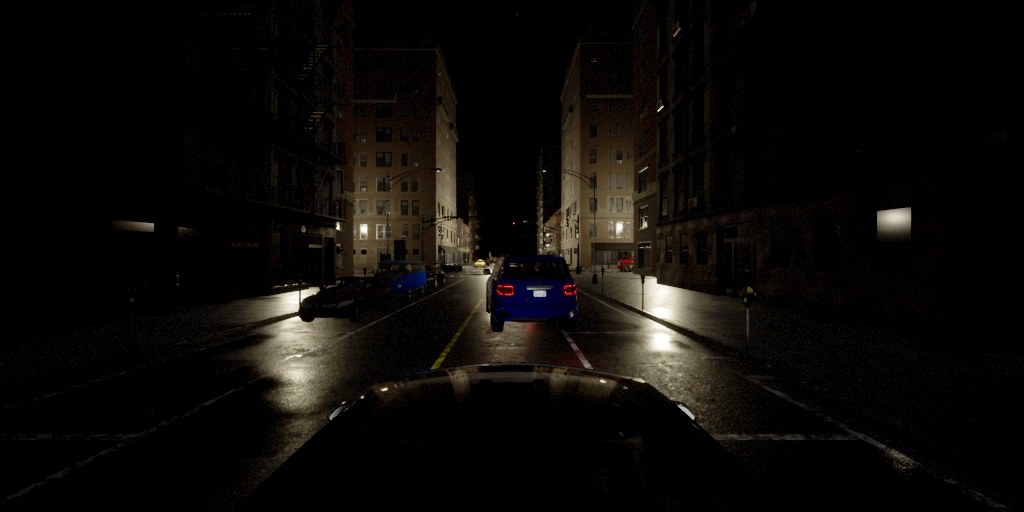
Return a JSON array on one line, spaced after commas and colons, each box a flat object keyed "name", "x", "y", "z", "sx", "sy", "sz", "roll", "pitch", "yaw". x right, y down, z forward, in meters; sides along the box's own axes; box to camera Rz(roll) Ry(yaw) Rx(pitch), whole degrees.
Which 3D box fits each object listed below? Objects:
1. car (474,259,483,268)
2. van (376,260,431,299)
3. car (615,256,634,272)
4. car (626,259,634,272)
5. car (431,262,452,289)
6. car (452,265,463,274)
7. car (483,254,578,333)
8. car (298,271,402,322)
[{"name": "car", "x": -5.396, "y": 1.277, "z": 60.765, "sx": 1.751, "sy": 1.417, "sz": 4.829, "roll": 0, "pitch": 0, "yaw": 0}, {"name": "van", "x": -5.394, "y": 1.091, "z": 17.565, "sx": 1.690, "sy": 1.789, "sz": 3.998, "roll": 0, "pitch": 0, "yaw": 0}, {"name": "car", "x": 15.327, "y": 0.880, "z": 43.024, "sx": 5.566, "sy": 2.045, "sz": 2.150, "roll": 0, "pitch": 0, "yaw": 0}, {"name": "car", "x": 15.688, "y": 1.258, "z": 40.072, "sx": 4.718, "sy": 1.301, "sz": 1.895, "roll": 0, "pitch": 0, "yaw": 0}, {"name": "car", "x": -5.394, "y": 1.301, "z": 22.971, "sx": 2.007, "sy": 1.370, "sz": 4.403, "roll": 0, "pitch": 0, "yaw": 0}, {"name": "car", "x": -7.991, "y": 1.386, "z": 41.124, "sx": 4.718, "sy": 1.301, "sz": 1.895, "roll": 0, "pitch": 0, "yaw": -13}, {"name": "car", "x": 0.358, "y": 0.972, "z": 11.001, "sx": 2.150, "sy": 2.045, "sz": 5.566, "roll": 0, "pitch": 0, "yaw": -6}, {"name": "car", "x": -5.395, "y": 1.332, "z": 12.159, "sx": 1.802, "sy": 1.307, "sz": 4.207, "roll": 0, "pitch": 0, "yaw": 0}]
